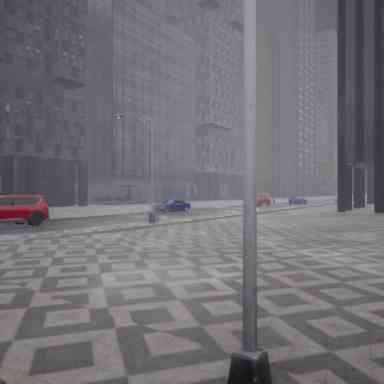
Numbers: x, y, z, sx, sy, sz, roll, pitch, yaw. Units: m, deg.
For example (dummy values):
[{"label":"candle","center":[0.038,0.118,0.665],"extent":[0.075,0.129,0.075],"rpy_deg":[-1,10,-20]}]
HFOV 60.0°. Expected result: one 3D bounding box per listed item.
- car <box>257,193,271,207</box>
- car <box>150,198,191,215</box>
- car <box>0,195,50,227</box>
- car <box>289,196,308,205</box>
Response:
[{"label":"car","center":[9.955,1.139,49.881],"extent":[2.150,2.045,5.566],"rpy_deg":[0,0,36]},{"label":"car","center":[-2.094,1.432,33.552],"extent":[1.882,1.535,5.008],"rpy_deg":[0,0,36]},{"label":"car","center":[-11.625,1.199,20.477],"extent":[2.150,2.045,5.566],"rpy_deg":[0,0,35]},{"label":"car","center":[17.618,1.395,55.101],"extent":[1.882,1.535,5.008],"rpy_deg":[0,0,36]}]
